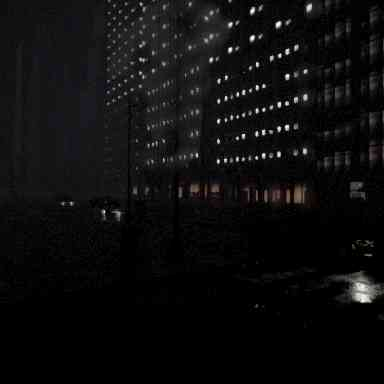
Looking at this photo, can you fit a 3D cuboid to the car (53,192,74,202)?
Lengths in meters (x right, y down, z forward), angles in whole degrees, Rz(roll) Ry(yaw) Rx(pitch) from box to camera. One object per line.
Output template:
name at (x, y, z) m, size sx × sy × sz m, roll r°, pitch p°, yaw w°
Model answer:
car at (-19.327, 0.736, 49.795) m, size 2.033 × 1.411 × 5.357 m, roll 1°, pitch 1°, yaw -35°

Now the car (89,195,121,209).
car at (-9.203, 1.024, 35.084) m, size 1.895 × 1.301 × 4.718 m, roll 1°, pitch 1°, yaw -35°

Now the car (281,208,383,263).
car at (5.226, 1.420, 12.226) m, size 1.882 × 1.535 × 5.008 m, roll 2°, pitch 1°, yaw -16°
